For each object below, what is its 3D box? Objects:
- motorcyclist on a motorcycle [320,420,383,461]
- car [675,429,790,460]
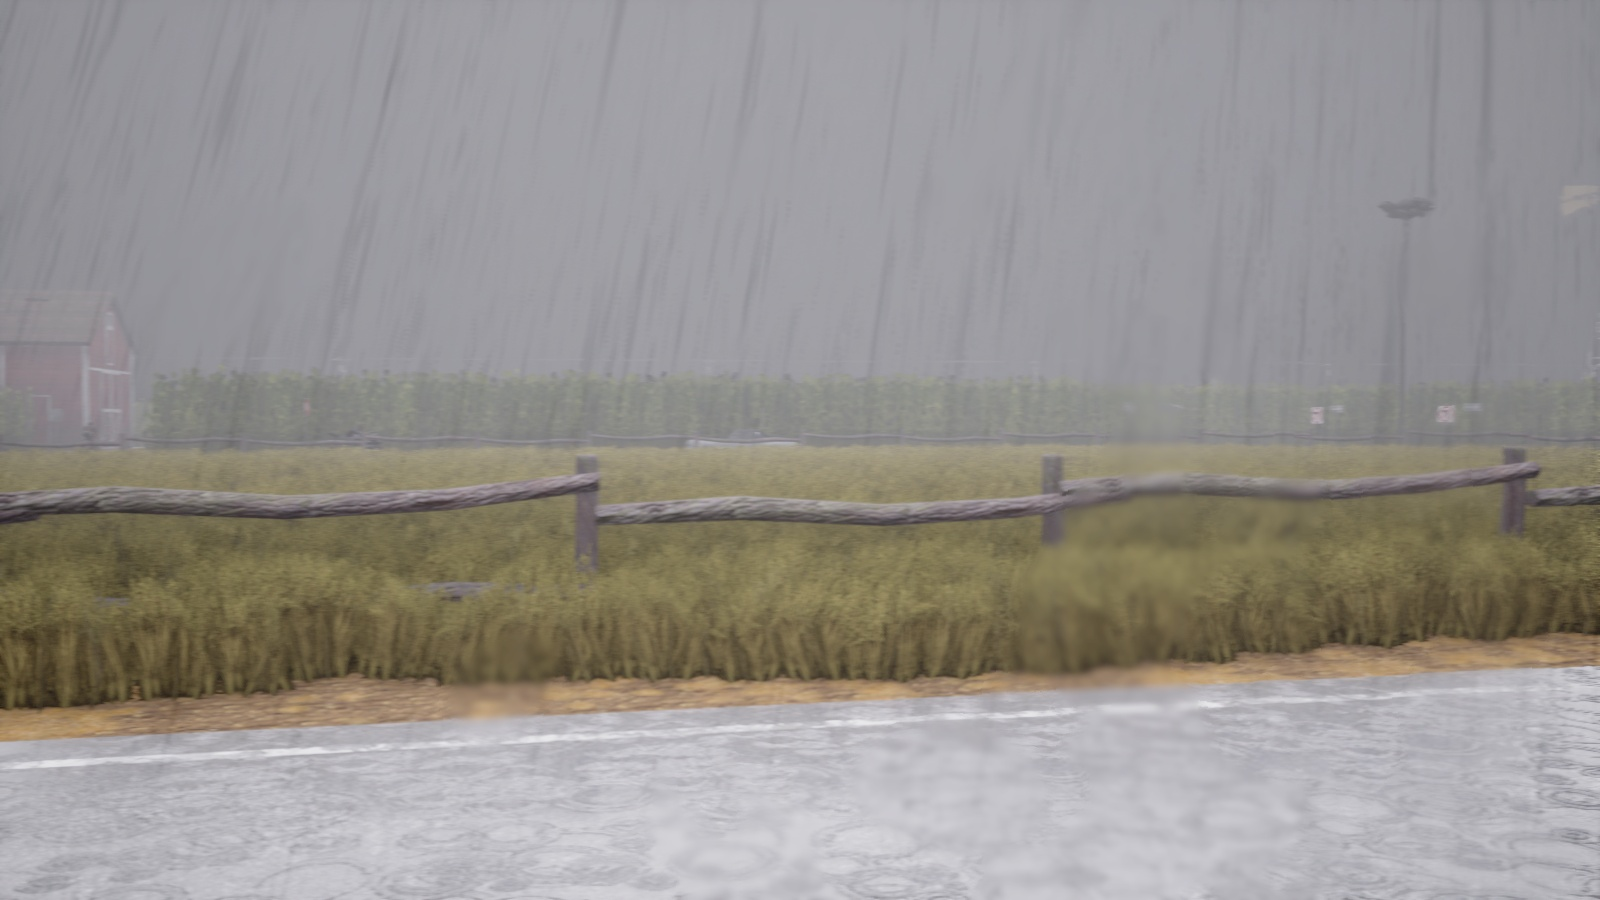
[{"bbox_3d":[-17.219,-0.355,48.270,2.191,1.530,0.866,1,1,-11],"label":"motorcyclist on a motorcycle"},{"bbox_3d":[-2.940,-0.250,54.206,4.718,1.301,1.895,0,1,-11],"label":"car"}]
